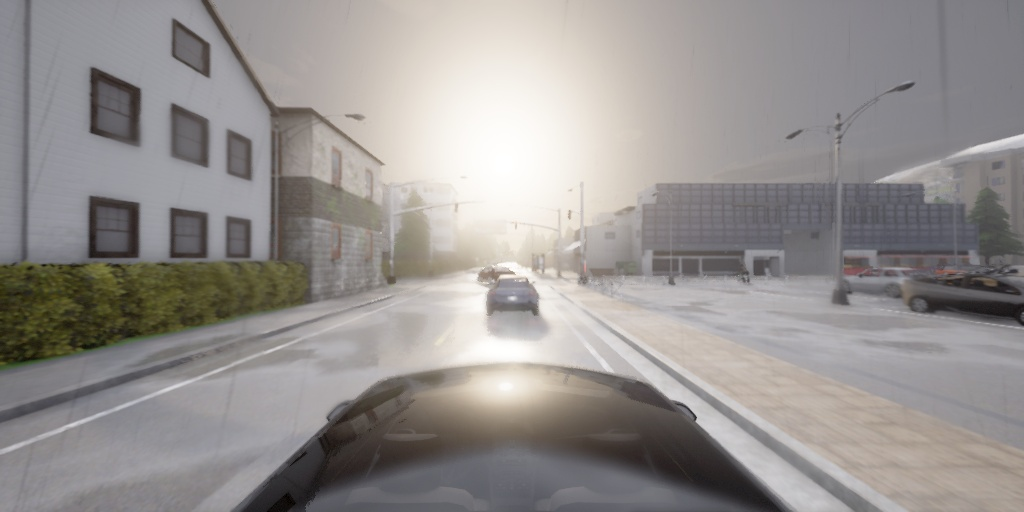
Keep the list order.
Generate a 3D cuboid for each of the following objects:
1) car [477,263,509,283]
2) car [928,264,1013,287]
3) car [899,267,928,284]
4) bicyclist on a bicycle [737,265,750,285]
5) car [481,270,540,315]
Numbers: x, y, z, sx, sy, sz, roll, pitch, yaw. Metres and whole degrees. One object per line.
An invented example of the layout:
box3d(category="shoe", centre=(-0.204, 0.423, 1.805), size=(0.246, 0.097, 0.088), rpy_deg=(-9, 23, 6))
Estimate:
box3d(category="car", centre=(-1.414, 1.564, 30.184), size=(1.882, 1.535, 5.008), rpy_deg=(2, -2, -22))
box3d(category="car", centre=(42.042, 1.613, 32.967), size=(4.553, 1.767, 2.097), rpy_deg=(0, -1, 0))
box3d(category="car", centre=(43.309, 1.789, 36.550), size=(4.902, 1.511, 2.128), rpy_deg=(0, -1, 0))
box3d(category="bicyclist on a bicycle", centre=(18.715, 1.518, 29.064), size=(0.582, 1.620, 1.656), rpy_deg=(0, -1, 0))
box3d(category="car", centre=(0.047, 1.449, 14.301), size=(1.994, 1.385, 4.181), rpy_deg=(0, -1, 0))
